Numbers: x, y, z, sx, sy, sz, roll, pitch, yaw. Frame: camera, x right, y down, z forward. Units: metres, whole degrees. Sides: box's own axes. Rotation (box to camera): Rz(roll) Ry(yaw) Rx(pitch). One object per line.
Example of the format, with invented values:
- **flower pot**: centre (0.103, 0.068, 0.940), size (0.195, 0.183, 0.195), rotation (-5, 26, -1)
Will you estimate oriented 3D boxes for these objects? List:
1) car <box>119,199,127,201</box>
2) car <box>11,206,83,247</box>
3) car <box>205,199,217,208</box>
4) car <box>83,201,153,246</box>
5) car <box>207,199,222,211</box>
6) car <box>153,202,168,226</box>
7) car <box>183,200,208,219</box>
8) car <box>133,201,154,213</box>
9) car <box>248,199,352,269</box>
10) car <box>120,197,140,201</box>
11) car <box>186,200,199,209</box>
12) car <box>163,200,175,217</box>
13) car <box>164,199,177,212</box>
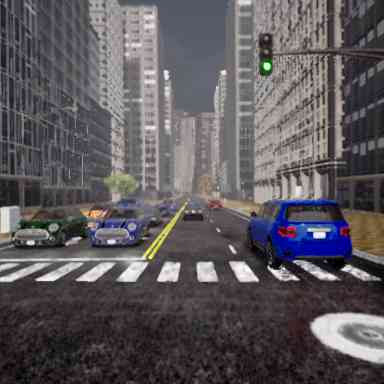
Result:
- **car**: centre (-6.560, 1.607, 24.623), size (2.097, 1.767, 4.553), rotation (-1, -1, 0)
- **car**: centre (-6.614, 1.530, 15.985), size (2.097, 1.767, 4.553), rotation (-1, -1, 1)
- **car**: centre (3.325, 1.981, 58.135), size (1.812, 1.442, 4.674), rotation (-1, 0, 0)
- **car**: centre (-3.332, 1.499, 16.026), size (2.097, 1.767, 4.553), rotation (-1, -1, 0)
- **car**: centre (3.310, 1.848, 48.119), size (1.882, 1.535, 5.008), rotation (-1, -1, 0)
- **car**: centre (-3.306, 1.780, 25.495), size (2.033, 1.411, 5.357), rotation (-1, -1, 0)
- **car**: centre (0.134, 1.803, 31.678), size (2.033, 1.411, 5.357), rotation (-1, 0, 0)
- **car**: centre (-6.445, 1.979, 44.629), size (2.033, 1.411, 5.357), rotation (-1, -1, 0)
- **car**: centre (3.363, 1.262, 11.454), size (2.150, 2.045, 5.566), rotation (0, -1, 0)
- **car**: centre (-6.493, 1.561, 34.152), size (2.150, 2.045, 5.566), rotation (-1, -1, 1)
- **car**: centre (0.117, 1.998, 54.062), size (2.033, 1.411, 5.357), rotation (-1, 0, 0)
- **car**: centre (-3.226, 1.884, 35.462), size (1.994, 1.385, 4.181), rotation (-1, -1, 1)
- **car**: centre (-3.195, 1.760, 45.521), size (2.097, 1.767, 4.553), rotation (-1, 0, 0)
